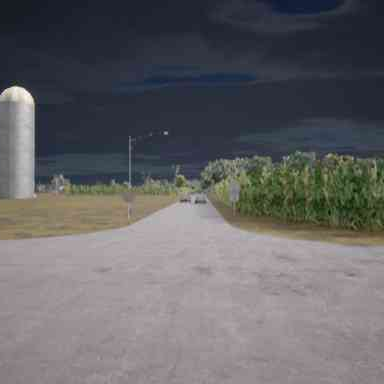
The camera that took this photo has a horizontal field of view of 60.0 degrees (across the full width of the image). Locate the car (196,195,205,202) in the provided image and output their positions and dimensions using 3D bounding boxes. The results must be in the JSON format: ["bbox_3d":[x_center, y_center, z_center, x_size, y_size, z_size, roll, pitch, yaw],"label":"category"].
[{"bbox_3d":[1.738,1.325,67.716,1.895,1.301,4.718,0,0,1],"label":"car"}]

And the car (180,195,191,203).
[{"bbox_3d":[-1.159,1.316,61.922,1.994,1.385,4.181,0,0,1],"label":"car"}]

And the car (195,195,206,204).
[{"bbox_3d":[1.486,1.334,57.683,1.994,1.385,4.181,0,0,1],"label":"car"}]
